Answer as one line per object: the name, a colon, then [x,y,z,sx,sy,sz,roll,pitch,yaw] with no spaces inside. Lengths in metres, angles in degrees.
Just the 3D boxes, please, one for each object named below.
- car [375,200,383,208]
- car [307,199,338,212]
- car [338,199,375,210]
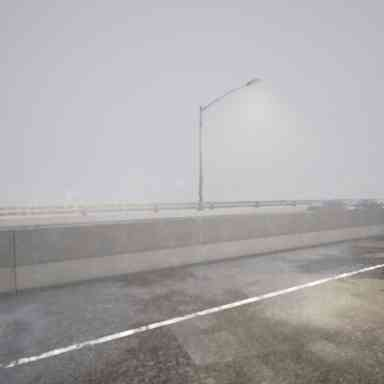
car: [18.866,1.458,29.916,4.892,1.490,1.837,0,0,-34]
car: [14.609,1.499,35.490,5.357,1.411,2.033,0,0,-34]
car: [17.145,1.444,32.978,4.902,1.511,2.128,0,0,-34]
